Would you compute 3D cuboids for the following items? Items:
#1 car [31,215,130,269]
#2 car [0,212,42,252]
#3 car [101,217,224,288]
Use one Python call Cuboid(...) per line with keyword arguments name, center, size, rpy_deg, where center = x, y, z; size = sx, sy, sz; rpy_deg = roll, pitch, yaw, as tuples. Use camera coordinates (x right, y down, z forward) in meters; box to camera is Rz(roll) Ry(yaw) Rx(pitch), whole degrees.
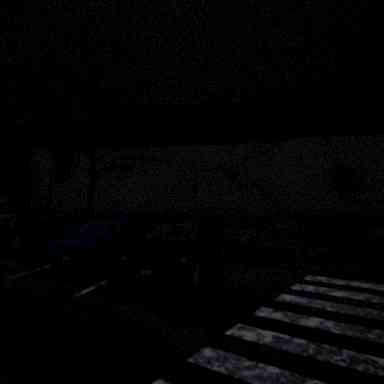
Cuboid(name="car", center=(-2.740, 1.584, 11.447), size=(2.097, 1.535, 5.008), rpy_deg=(0, -1, 16))
Cuboid(name="car", center=(-7.537, 1.675, 14.904), size=(2.231, 1.521, 4.892), rpy_deg=(-1, -1, 17))
Cuboid(name="car", center=(-0.331, 1.544, 9.724), size=(2.097, 1.535, 5.008), rpy_deg=(0, -1, 16))
